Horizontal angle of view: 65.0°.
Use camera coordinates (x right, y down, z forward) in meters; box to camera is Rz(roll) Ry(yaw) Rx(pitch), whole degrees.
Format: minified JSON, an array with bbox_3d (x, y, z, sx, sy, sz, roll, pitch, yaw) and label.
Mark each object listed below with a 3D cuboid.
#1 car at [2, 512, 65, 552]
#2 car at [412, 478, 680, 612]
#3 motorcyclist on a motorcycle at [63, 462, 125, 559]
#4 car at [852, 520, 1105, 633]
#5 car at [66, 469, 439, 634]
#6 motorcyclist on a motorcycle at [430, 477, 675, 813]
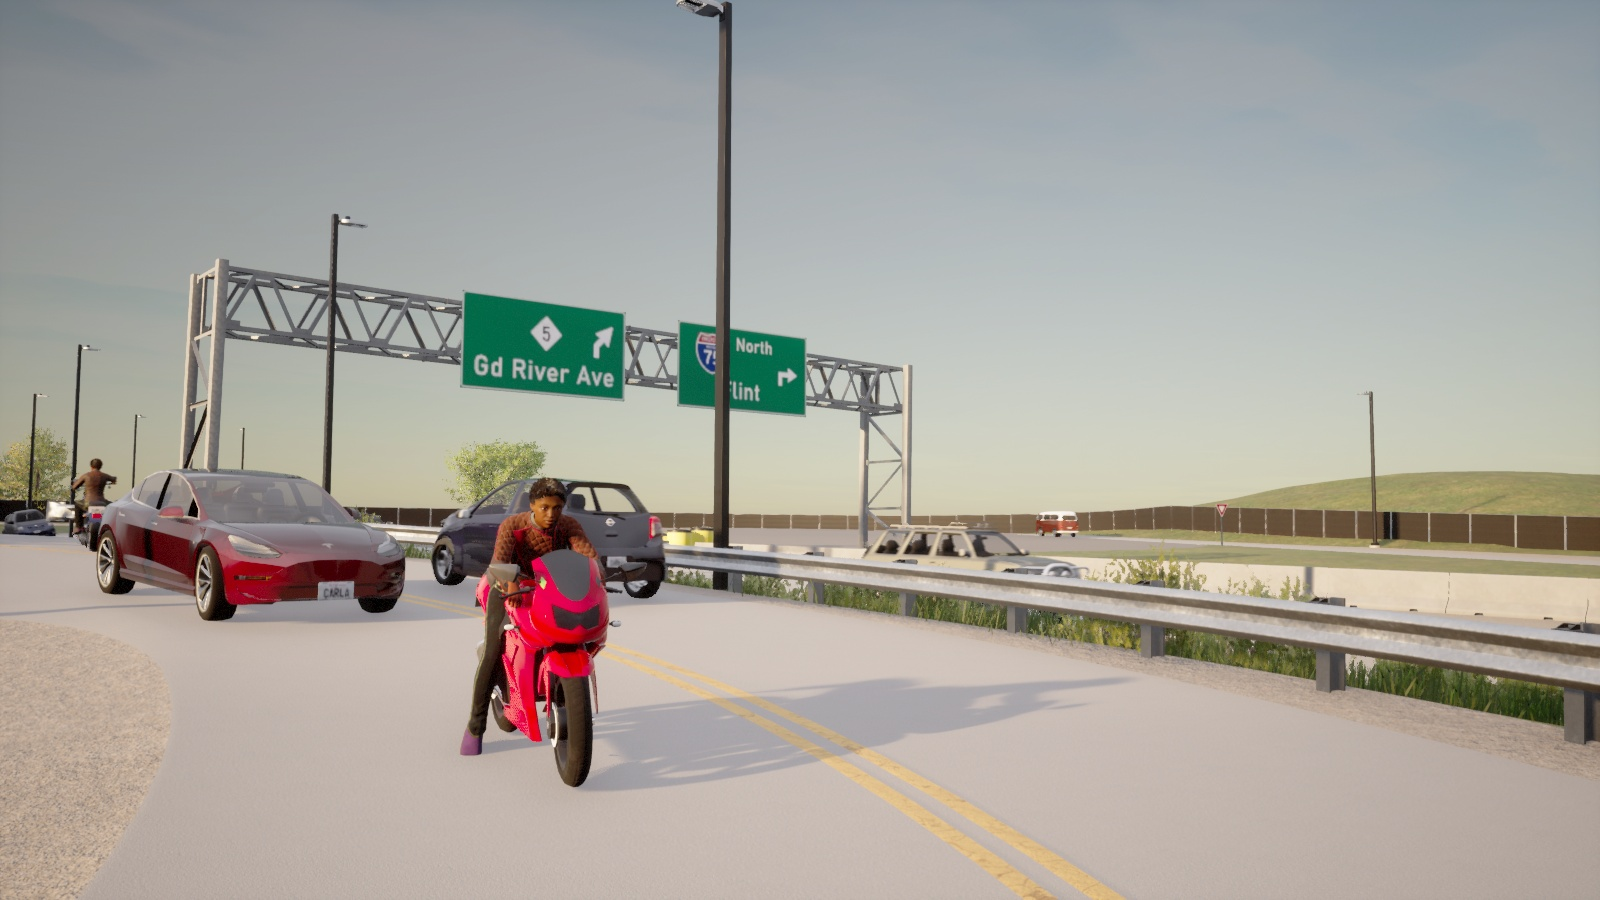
[{"bbox_3d":[-38.786,4.112,63.493,1.851,1.617,3.988,-10,5,-41],"label":"car"},{"bbox_3d":[-3.410,1.171,16.480,1.845,1.501,3.633,3,-2,-41],"label":"car"},{"bbox_3d":[-12.626,1.061,22.428,0.766,1.649,2.350,2,-2,-33],"label":"motorcyclist on a motorcycle"},{"bbox_3d":[3.261,2.286,23.697,1.932,1.855,4.605,3,-4,-40],"label":"car"},{"bbox_3d":[-6.269,1.006,14.076,4.792,1.488,2.163,0,-2,45],"label":"car"},{"bbox_3d":[-1.418,0.918,6.837,0.797,1.523,2.044,1,-1,-26],"label":"motorcyclist on a motorcycle"}]
